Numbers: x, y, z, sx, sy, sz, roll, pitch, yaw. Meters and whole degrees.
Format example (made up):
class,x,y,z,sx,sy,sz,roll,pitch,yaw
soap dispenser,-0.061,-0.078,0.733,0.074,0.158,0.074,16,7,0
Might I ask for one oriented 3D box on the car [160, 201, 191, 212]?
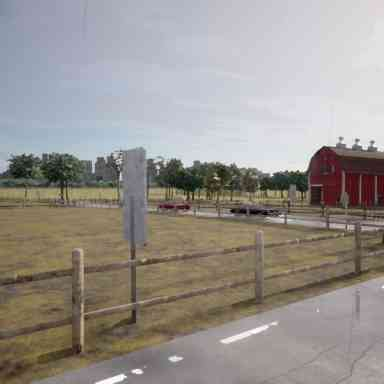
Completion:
class,x,y,z,sx,sy,sz,roll,pitch,yaw
car,-2.031,1.742,40.600,1.895,1.301,4.718,-1,0,-35

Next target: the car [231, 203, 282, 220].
class,x,y,z,sx,sy,sz,roll,pitch,yaw
car,5.695,1.677,29.667,1.895,1.301,4.718,-1,0,-35

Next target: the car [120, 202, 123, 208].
class,x,y,z,sx,sy,sz,roll,pitch,yaw
car,-9.661,1.788,51.481,1.812,1.442,4.674,-1,0,-34
